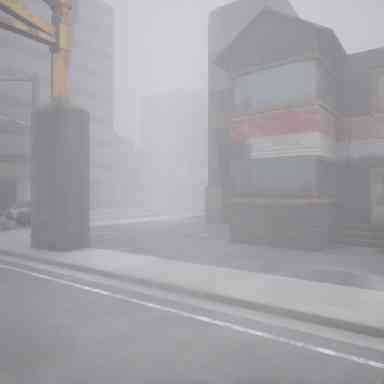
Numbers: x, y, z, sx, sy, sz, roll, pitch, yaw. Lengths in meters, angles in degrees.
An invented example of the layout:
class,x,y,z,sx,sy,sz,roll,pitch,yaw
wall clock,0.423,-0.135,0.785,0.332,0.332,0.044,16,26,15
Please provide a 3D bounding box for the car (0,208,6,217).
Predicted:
class,x,y,z,sx,sy,sz,roll,pitch,yaw
car,-12.868,1.295,25.424,4.536,1.218,1.853,0,0,-30

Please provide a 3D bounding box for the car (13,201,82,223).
class,x,y,z,sx,sy,sz,roll,pitch,yaw
car,-9.697,1.295,22.775,1.853,1.218,4.536,0,0,15

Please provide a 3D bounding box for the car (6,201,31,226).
class,x,y,z,sx,sy,sz,roll,pitch,yaw
car,-9.710,1.453,22.725,2.038,1.542,4.974,0,0,15
